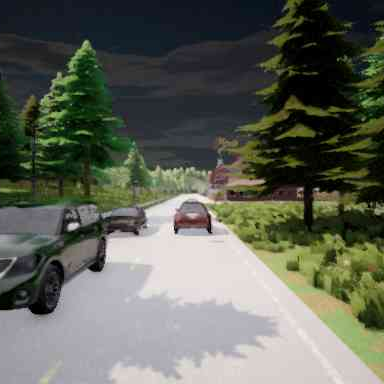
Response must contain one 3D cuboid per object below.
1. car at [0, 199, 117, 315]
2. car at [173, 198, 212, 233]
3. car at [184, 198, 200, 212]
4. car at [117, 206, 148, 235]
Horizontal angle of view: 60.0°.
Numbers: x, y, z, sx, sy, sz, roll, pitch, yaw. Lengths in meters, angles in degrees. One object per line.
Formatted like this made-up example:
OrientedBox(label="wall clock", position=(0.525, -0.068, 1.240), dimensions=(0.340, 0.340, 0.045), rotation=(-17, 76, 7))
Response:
OrientedBox(label="car", position=(-3.610, 1.220, 7.911), dimensions=(2.150, 2.045, 5.566), rotation=(0, 0, 1))
OrientedBox(label="car", position=(0.052, 1.332, 19.705), dimensions=(2.097, 1.767, 4.553), rotation=(0, 0, 0))
OrientedBox(label="car", position=(0.007, 1.483, 39.786), dimensions=(1.812, 1.442, 4.674), rotation=(0, 0, 0))
OrientedBox(label="car", position=(-3.624, 1.534, 18.875), dimensions=(2.033, 1.411, 5.357), rotation=(0, 0, 0))
